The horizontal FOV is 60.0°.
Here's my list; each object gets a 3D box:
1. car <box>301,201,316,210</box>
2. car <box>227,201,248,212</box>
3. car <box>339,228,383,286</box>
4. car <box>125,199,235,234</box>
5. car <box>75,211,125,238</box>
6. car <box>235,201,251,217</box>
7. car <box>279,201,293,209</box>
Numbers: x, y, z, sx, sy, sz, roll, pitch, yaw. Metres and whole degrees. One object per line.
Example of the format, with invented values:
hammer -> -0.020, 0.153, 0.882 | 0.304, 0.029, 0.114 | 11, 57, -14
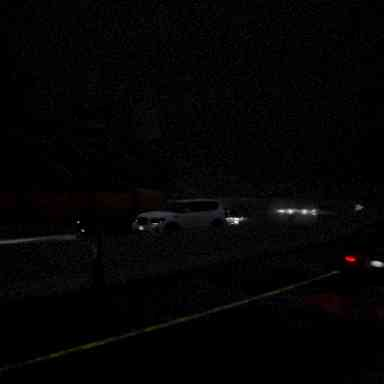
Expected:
car -> 19.083, 2.197, 54.562 | 1.895, 1.301, 4.718 | 0, -1, 11
car -> 6.665, 2.026, 48.412 | 2.033, 1.411, 5.357 | 0, -1, 18
car -> 5.909, 1.660, 9.032 | 5.357, 1.411, 2.033 | 1, -1, -43
car -> -0.448, 1.382, 17.733 | 5.566, 2.045, 2.150 | 1, 0, -45
car -> -4.125, 1.756, 19.054 | 4.718, 1.301, 1.895 | 1, -1, -43
car -> 4.905, 1.861, 36.074 | 1.837, 1.490, 4.892 | 1, 0, 29
car -> 15.758, 2.192, 55.823 | 1.895, 1.301, 4.718 | 0, -1, 10
